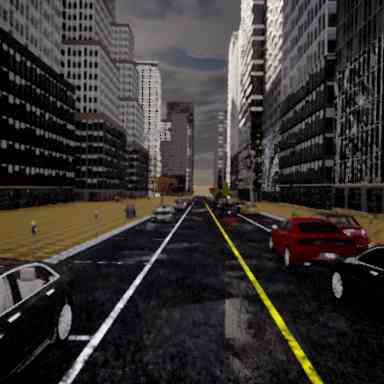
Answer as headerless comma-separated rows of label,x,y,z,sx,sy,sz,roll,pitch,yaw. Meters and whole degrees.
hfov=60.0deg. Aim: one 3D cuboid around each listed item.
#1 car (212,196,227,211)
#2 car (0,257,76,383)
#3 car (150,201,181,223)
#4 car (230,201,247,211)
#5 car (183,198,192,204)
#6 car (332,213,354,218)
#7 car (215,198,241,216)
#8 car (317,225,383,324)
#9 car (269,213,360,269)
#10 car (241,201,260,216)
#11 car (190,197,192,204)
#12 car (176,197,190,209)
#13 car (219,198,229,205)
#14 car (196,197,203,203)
car,4.016,1.564,47.418,2.150,2.045,5.566,1,0,1
car,-2.686,1.525,3.637,2.008,1.369,4.403,0,0,1
car,-2.175,1.660,26.130,2.008,1.369,4.403,0,0,1
car,6.712,1.962,48.433,1.947,1.339,4.313,0,0,1
car,-1.028,2.024,76.741,1.802,1.307,4.206,0,0,1
car,5.946,1.625,14.694,1.967,1.590,4.097,0,0,1
car,3.794,1.773,35.630,1.837,1.490,4.892,1,0,2
car,3.963,1.605,5.612,1.837,1.490,4.892,1,0,1
car,3.961,1.613,11.650,1.882,1.535,5.008,1,0,4
car,6.461,1.850,37.358,1.752,1.417,4.829,0,0,1
car,-1.282,1.909,65.495,1.887,1.381,4.507,0,0,1
car,-1.665,1.692,48.625,1.967,1.590,4.097,0,0,1
car,7.353,2.112,76.720,1.752,1.417,4.829,0,0,1
car,1.979,2.147,90.114,1.994,1.385,4.181,1,0,1
